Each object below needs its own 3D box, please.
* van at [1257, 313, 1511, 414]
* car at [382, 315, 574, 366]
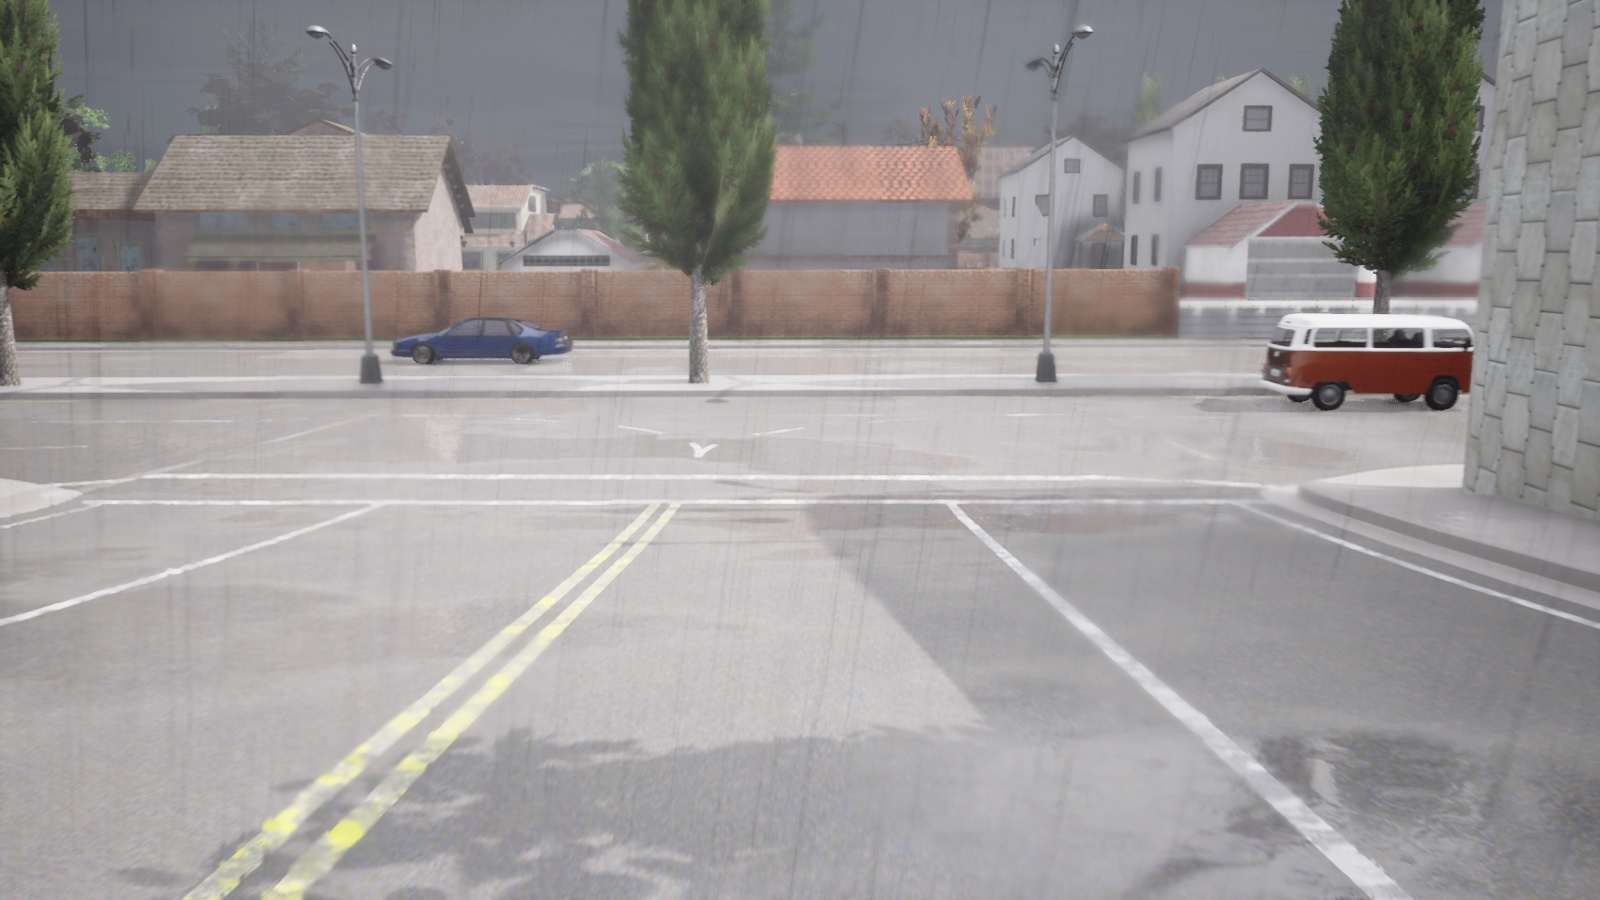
[{"bbox_3d":[12.705,-1.935,27.564,4.480,2.038,2.069,0,9,-1],"label":"van"},{"bbox_3d":[-9.812,-3.401,38.642,5.357,1.411,2.033,0,9,-1],"label":"car"}]
